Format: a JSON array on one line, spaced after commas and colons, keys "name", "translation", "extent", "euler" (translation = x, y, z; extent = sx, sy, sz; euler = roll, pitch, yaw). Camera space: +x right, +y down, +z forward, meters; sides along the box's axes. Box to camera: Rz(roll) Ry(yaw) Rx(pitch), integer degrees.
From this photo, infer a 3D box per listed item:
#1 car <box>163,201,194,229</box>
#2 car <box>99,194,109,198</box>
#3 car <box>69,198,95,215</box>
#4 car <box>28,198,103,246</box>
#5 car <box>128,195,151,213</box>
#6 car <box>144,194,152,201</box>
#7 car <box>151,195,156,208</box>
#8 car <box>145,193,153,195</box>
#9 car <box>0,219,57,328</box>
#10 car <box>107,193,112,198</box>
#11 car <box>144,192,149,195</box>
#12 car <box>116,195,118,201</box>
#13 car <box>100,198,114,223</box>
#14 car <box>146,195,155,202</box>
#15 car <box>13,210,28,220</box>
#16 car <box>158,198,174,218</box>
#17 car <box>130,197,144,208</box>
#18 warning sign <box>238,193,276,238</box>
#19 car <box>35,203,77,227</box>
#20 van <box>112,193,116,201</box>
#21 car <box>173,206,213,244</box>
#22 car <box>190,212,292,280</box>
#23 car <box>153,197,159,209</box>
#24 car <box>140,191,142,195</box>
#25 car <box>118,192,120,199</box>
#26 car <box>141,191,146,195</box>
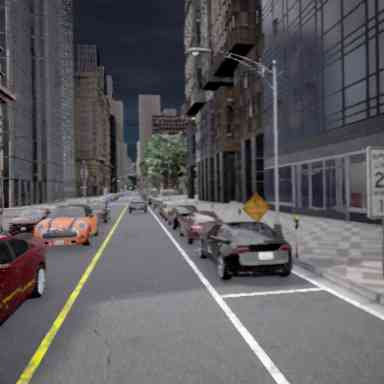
[{"name": "car", "translation": [-0.480, 1.461, 20.450], "extent": [1.947, 1.339, 4.313], "euler": [-1, 0, -10]}, {"name": "car", "translation": [-14.330, 1.511, 51.341], "extent": [1.752, 1.417, 4.829], "euler": [-1, 0, -10]}, {"name": "car", "translation": [-11.624, 1.472, 35.273], "extent": [1.967, 1.590, 4.097], "euler": [-1, 0, -10]}, {"name": "car", "translation": [-5.539, 1.377, 15.179], "extent": [2.097, 1.767, 4.553], "euler": [-1, 0, -10]}, {"name": "car", "translation": [-5.768, 1.406, 35.519], "extent": [2.128, 1.511, 4.902], "euler": [-1, 0, -9]}, {"name": "car", "translation": [-10.538, 1.257, 80.134], "extent": [1.752, 1.417, 4.829], "euler": [-1, 0, -10]}, {"name": "car", "translation": [-4.127, 1.394, 42.093], "extent": [2.008, 1.369, 4.403], "euler": [-1, 0, -10]}, {"name": "car", "translation": [-6.862, 1.361, 58.325], "extent": [1.947, 1.339, 4.313], "euler": [-1, 0, -10]}, {"name": "car", "translation": [-3.924, 1.524, 5.609], "extent": [1.882, 1.535, 5.008], "euler": [-1, 0, -10]}, {"name": "car", "translation": [-15.271, 1.409, 56.919], "extent": [1.967, 1.590, 4.097], "euler": [-1, 0, -10]}, {"name": "car", "translation": [-7.803, 1.304, 63.902], "extent": [1.752, 1.417, 4.829], "euler": [-1, 0, -10]}, {"name": "car", "translation": [-18.007, 1.362, 73.153], "extent": [1.967, 1.590, 4.097], "euler": [-1, 0, -10]}, {"name": "car", "translation": [-7.229, 1.506, 25.287], "extent": [1.837, 1.490, 4.892], "euler": [-1, 0, -10]}, {"name": "car", "translation": [-8.685, 1.346, 69.145], "extent": [1.802, 1.307, 4.206], "euler": [-1, 0, -10]}, {"name": "car", "translation": [-8.887, 1.614, 19.039], "extent": [1.887, 1.381, 4.507], "euler": [-1, 0, -10]}, {"name": "car", "translation": [-1.421, 1.408, 26.029], "extent": [1.752, 1.417, 4.829], "euler": [-1, 0, -10]}, {"name": "car", "translation": [-7.699, 1.485, 46.795], "extent": [1.895, 1.301, 4.718], "euler": [-1, 0, -9]}, {"name": "warning sign", "translation": [2.830, 0.978, 14.621], "extent": [1.300, 1.860, 1.060], "euler": [-1, 0, -10]}, {"name": "car", "translation": [-9.771, 1.583, 24.283], "extent": [1.752, 1.417, 4.829], "euler": [-1, 0, -10]}, {"name": "van", "translation": [-17.097, 1.278, 67.741], "extent": [1.690, 1.788, 3.998], "euler": [-1, 0, -10]}, {"name": "car", "translation": [0.432, 1.490, 15.040], "extent": [1.802, 1.307, 4.206], "euler": [-1, 0, -10]}, {"name": "car", "translation": [1.343, 1.486, 9.630], "extent": [1.947, 1.339, 4.313], "euler": [-1, 0, -10]}, {"name": "car", "translation": [-2.304, 1.422, 31.271], "extent": [2.008, 1.369, 4.403], "euler": [-1, 0, -10]}, {"name": "car", "translation": [-11.425, 1.030, 85.375], "extent": [2.192, 1.841, 5.009], "euler": [-1, 0, -10]}, {"name": "car", "translation": [-18.922, 1.220, 78.563], "extent": [2.192, 1.841, 5.009], "euler": [-1, 0, -10]}, {"name": "car", "translation": [-9.602, 1.063, 74.554], "extent": [2.192, 1.841, 5.009], "euler": [-1, 0, -10]}]
